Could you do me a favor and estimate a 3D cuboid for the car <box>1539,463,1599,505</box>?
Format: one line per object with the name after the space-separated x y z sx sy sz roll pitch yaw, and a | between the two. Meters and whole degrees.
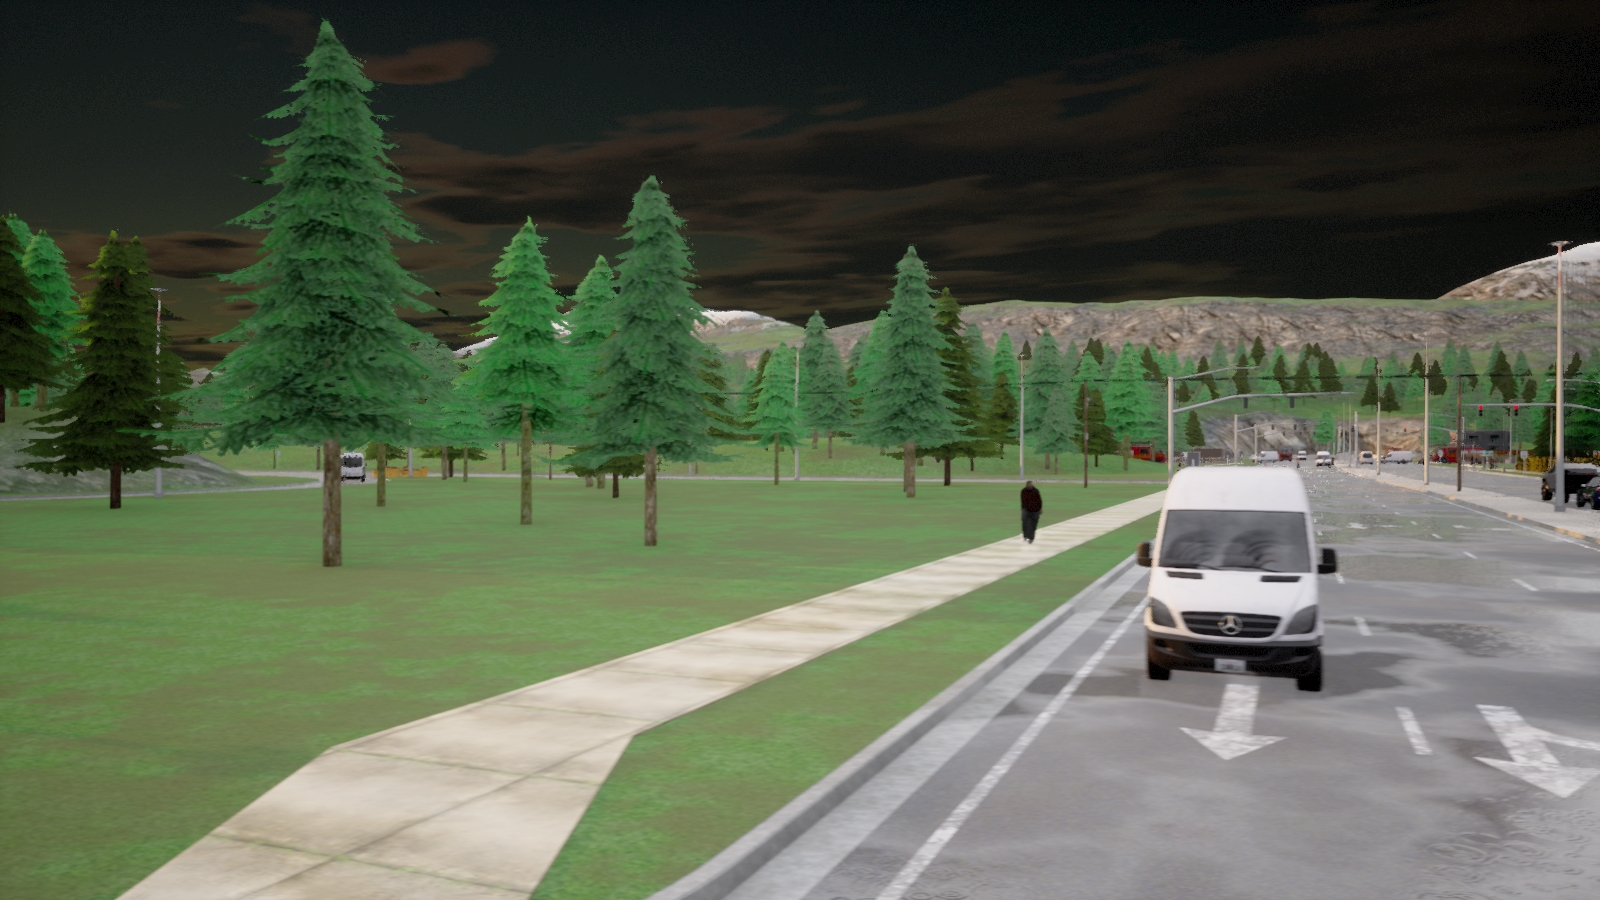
41.487 1.765 60.993 2.390 2.098 6.274 0 0 23 | car

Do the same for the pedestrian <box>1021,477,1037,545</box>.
6.379 1.695 31.784 0.375 1.860 0.375 0 0 23 | pedestrian

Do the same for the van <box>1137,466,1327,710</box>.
5.923 1.535 15.481 1.988 2.561 5.915 0 0 23 | van

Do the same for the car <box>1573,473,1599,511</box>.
38.725 1.979 54.500 2.242 1.667 4.611 0 0 23 | car

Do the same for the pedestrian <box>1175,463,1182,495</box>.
22.193 1.698 66.969 0.375 1.860 0.375 0 0 24 | pedestrian
